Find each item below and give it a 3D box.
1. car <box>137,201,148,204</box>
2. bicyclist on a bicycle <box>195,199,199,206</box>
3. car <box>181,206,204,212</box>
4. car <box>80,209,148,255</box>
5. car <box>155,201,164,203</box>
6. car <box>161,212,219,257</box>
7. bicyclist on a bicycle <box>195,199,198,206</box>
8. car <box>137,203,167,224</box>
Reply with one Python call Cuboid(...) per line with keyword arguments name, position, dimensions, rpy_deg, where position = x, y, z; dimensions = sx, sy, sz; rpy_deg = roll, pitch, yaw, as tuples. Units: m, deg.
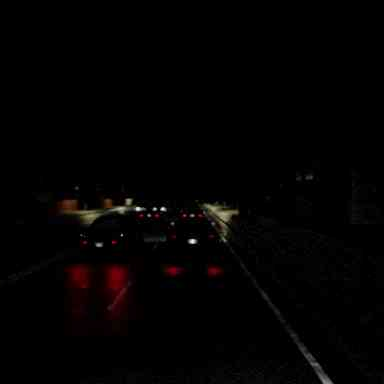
Cuboid(name="car", position=(-9.684, 2.449, 65.586), dimensions=(1.895, 1.301, 4.718), rpy_deg=(0, -1, 0))
Cuboid(name="bicyclist on a bicycle", position=(0.960, 2.317, 67.465), dimensions=(0.866, 1.612, 1.509), rpy_deg=(0, -1, 0))
Cuboid(name="car", position=(0.039, 1.857, 27.496), dimensions=(2.033, 1.411, 5.357), rpy_deg=(0, -1, 0))
Cuboid(name="car", position=(-3.207, 1.676, 13.877), dimensions=(1.812, 1.442, 4.674), rpy_deg=(0, 0, 1))
Cuboid(name="car", position=(-6.434, 2.449, 65.583), dimensions=(1.895, 1.301, 4.718), rpy_deg=(0, -1, 0))
Cuboid(name="car", position=(0.040, 1.711, 13.557), dimensions=(1.994, 1.385, 4.181), rpy_deg=(0, -1, 1))
Cuboid(name="bicyclist on a bicycle", position=(0.973, 2.465, 76.467), dimensions=(0.582, 1.620, 1.656), rpy_deg=(0, -1, 0))
Cuboid(name="car", position=(-3.212, 1.858, 27.525), dimensions=(2.033, 1.411, 5.357), rpy_deg=(0, -1, 1))
